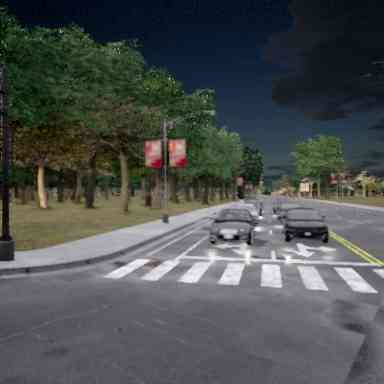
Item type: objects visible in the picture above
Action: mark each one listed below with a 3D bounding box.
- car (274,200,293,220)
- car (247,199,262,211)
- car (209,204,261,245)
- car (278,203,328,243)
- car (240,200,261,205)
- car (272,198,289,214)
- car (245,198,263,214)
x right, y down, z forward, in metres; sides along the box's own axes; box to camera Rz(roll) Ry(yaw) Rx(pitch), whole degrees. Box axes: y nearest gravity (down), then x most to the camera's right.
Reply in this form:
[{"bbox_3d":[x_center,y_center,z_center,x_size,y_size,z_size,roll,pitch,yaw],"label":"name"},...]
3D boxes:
[{"bbox_3d":[7.578,1.609,25.963,1.812,1.442,4.674,0,0,12],"label":"car"},{"bbox_3d":[8.414,1.664,44.573,1.812,1.442,4.674,0,0,14],"label":"car"},{"bbox_3d":[2.043,1.566,16.072,2.128,1.511,4.902,0,0,13],"label":"car"},{"bbox_3d":[5.538,1.542,16.784,1.882,1.535,5.008,0,0,13],"label":"car"},{"bbox_3d":[4.050,1.618,25.055,1.812,1.442,4.674,0,0,12],"label":"car"},{"bbox_3d":[9.789,1.456,35.906,2.097,1.767,4.553,0,0,13],"label":"car"},{"bbox_3d":[6.193,1.465,34.722,2.097,1.767,4.553,0,0,13],"label":"car"}]
